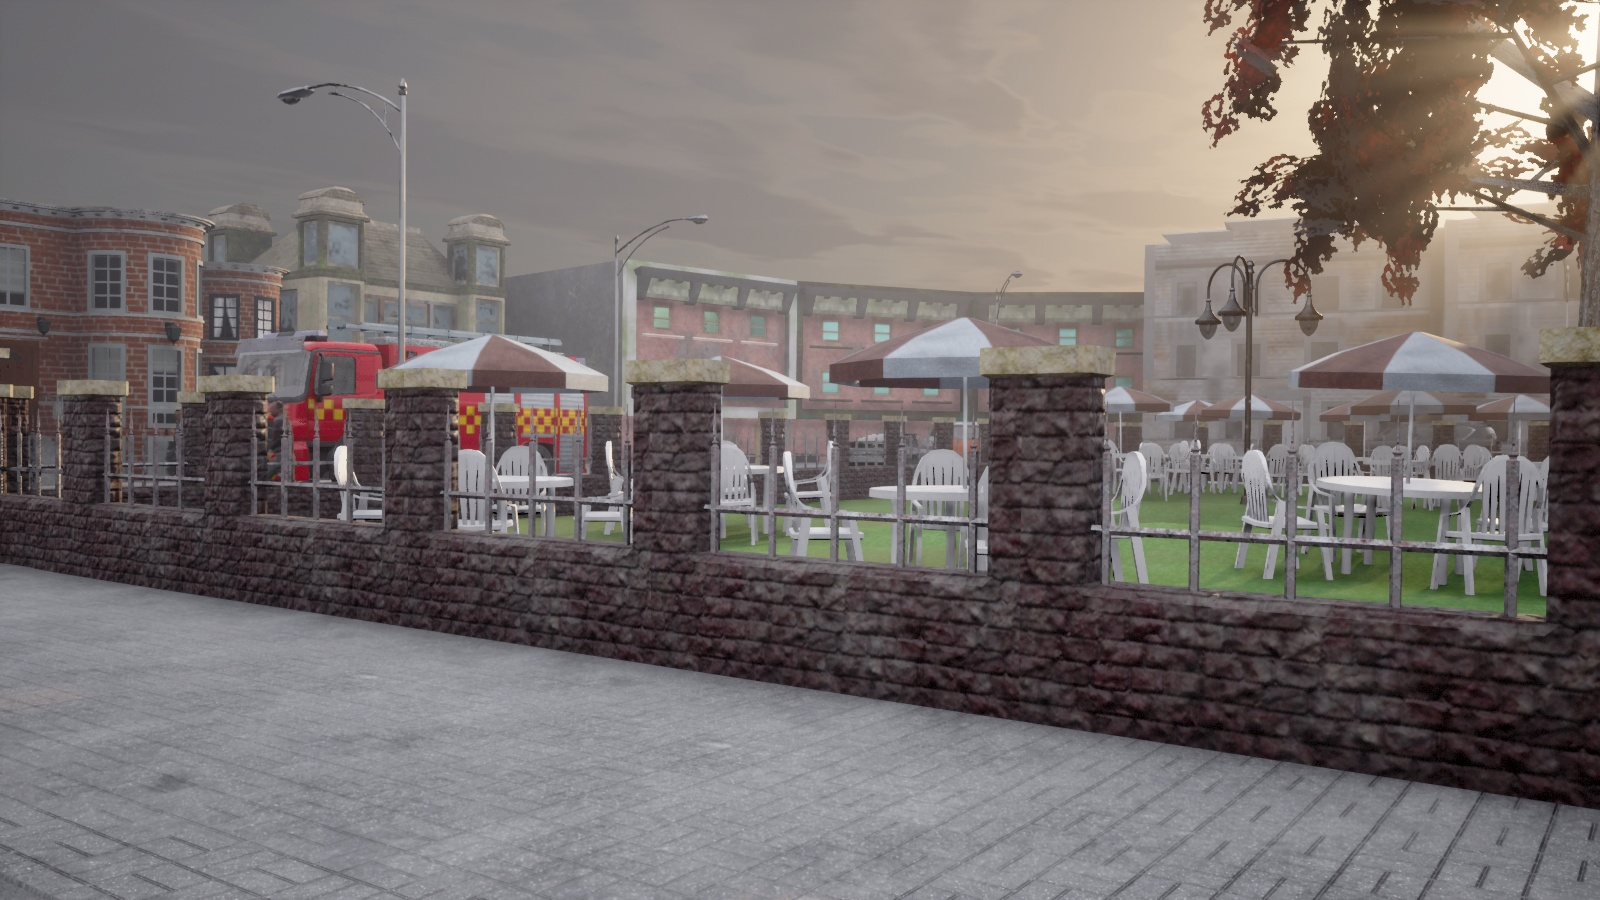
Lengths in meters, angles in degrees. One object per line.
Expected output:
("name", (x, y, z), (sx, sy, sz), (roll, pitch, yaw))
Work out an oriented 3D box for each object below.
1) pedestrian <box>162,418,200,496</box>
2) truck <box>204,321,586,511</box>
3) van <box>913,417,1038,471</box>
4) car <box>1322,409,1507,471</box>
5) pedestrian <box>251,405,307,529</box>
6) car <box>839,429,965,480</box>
("pedestrian", (-14.959, 0.162, 30.355), (0.694, 1.848, 0.540), (-1, 1, -41))
("truck", (-9.172, -0.755, 29.677), (2.891, 3.827, 8.468), (0, 1, 36))
("van", (6.822, -0.243, 48.856), (4.442, 1.987, 1.775), (-1, 1, -16))
("car", (21.654, -0.351, 44.364), (5.566, 2.045, 2.150), (0, 1, 35))
("pedestrian", (-7.915, 0.252, 19.081), (0.720, 1.854, 0.376), (-1, 1, -30))
("car", (3.344, 0.096, 40.391), (2.007, 1.525, 4.514), (0, 1, 35))
